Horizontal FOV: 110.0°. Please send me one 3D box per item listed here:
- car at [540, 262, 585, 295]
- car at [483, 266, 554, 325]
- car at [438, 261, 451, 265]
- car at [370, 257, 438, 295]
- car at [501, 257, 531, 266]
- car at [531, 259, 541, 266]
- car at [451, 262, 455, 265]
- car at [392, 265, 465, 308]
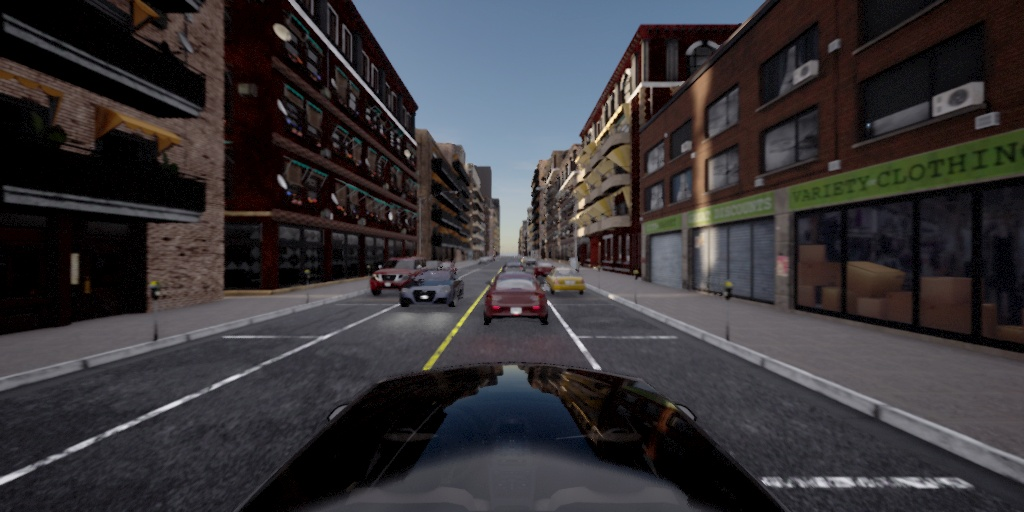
[{"bbox_3d":[2.706,1.187,19.050,1.751,1.417,4.829,0,0,0],"label":"car"},{"bbox_3d":[0.110,1.224,11.508,1.812,1.442,4.674,0,0,0],"label":"car"},{"bbox_3d":[-5.668,1.065,24.529,1.967,1.591,4.097,0,0,0],"label":"car"},{"bbox_3d":[-5.675,0.970,18.894,2.192,1.841,5.009,0,0,0],"label":"car"},{"bbox_3d":[0.129,1.098,28.803,2.128,1.511,4.902,0,0,0],"label":"car"},{"bbox_3d":[2.719,1.146,30.152,1.888,1.381,4.507,0,0,0],"label":"car"},{"bbox_3d":[-5.661,1.140,30.167,1.888,1.381,4.507,0,0,0],"label":"car"},{"bbox_3d":[-3.080,1.244,14.590,1.994,1.385,4.181,0,0,0],"label":"car"}]
